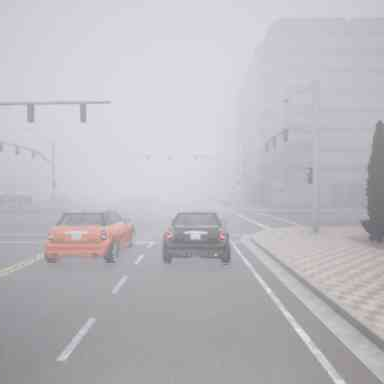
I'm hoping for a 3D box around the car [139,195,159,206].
[{"bbox_3d":[-7.072,1.523,55.141,1.812,1.442,4.674,0,0,0],"label":"car"}]

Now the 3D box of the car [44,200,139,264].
[{"bbox_3d":[-3.421,1.352,11.993,2.097,1.767,4.553,0,0,0],"label":"car"}]

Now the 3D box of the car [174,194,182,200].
[{"bbox_3d":[-3.520,1.379,85.288,1.812,1.442,4.674,0,0,0],"label":"car"}]

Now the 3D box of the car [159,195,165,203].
[{"bbox_3d":[-7.016,1.353,70.449,2.097,1.767,4.553,0,0,0],"label":"car"}]

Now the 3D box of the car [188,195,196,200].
[{"bbox_3d":[-0.018,1.590,76.605,1.895,1.301,4.718,0,0,0],"label":"car"}]

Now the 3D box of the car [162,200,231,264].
[{"bbox_3d":[0.257,1.352,11.992,2.097,1.767,4.553,0,0,4],"label":"car"}]

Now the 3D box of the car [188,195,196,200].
[{"bbox_3d":[-0.020,1.407,85.289,1.994,1.385,4.181,0,0,0],"label":"car"}]

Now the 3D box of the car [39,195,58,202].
[{"bbox_3d":[-30.226,1.392,69.266,1.970,1.475,3.806,0,0,0],"label":"car"}]

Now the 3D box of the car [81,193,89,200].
[{"bbox_3d":[-27.463,1.152,86.724,1.905,1.878,3.866,0,0,0],"label":"car"}]

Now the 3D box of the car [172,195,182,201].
[{"bbox_3d":[-3.518,1.547,76.576,1.994,1.385,4.181,0,0,0],"label":"car"}]

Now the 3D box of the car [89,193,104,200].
[{"bbox_3d":[-24.569,1.150,86.660,1.932,1.855,4.605,0,0,0],"label":"car"}]

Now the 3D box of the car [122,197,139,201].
[{"bbox_3d":[-10.569,1.523,55.149,1.812,1.442,4.674,0,0,0],"label":"car"}]
